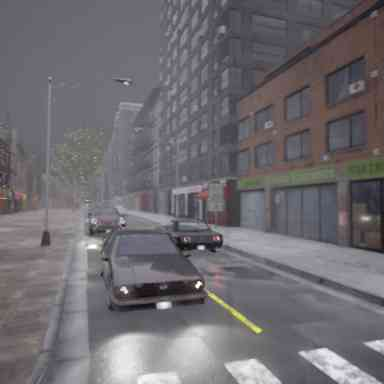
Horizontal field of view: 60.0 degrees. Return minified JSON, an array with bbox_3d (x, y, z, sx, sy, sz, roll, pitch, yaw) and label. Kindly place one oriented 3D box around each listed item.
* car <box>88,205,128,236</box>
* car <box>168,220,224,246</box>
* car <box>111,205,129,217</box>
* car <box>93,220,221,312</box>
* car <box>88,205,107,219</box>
[{"bbox_3d":[-5.468,1.734,21.288,2.097,1.767,4.553,1,-2,-18],"label":"car"},{"bbox_3d":[-0.324,1.893,14.967,1.895,1.301,4.718,1,-1,-18],"label":"car"},{"bbox_3d":[-9.301,2.422,42.626,1.812,1.442,4.674,1,-2,-18],"label":"car"},{"bbox_3d":[-1.319,1.690,8.497,2.033,1.411,5.357,1,-1,-18],"label":"car"},{"bbox_3d":[-11.198,2.323,39.111,2.033,1.411,5.357,1,-2,-17],"label":"car"}]
